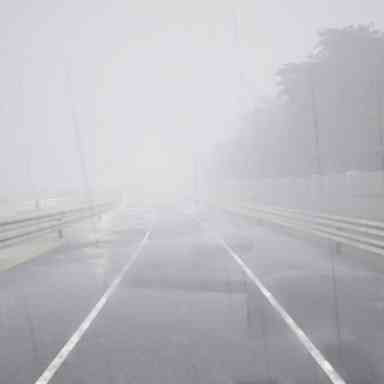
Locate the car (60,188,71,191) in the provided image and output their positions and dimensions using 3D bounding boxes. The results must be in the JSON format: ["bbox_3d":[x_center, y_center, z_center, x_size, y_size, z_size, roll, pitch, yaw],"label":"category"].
[{"bbox_3d":[-24.187,-0.050,65.405,2.097,1.767,4.553,0,3,12],"label":"car"}]

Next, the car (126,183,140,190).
[{"bbox_3d":[-15.331,-1.581,91.216,2.150,2.045,5.566,0,3,12],"label":"car"}]

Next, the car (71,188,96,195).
[{"bbox_3d":[-20.747,0.161,64.750,2.033,1.411,5.357,0,3,12],"label":"car"}]

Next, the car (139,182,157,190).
[{"bbox_3d":[-11.908,-1.288,90.492,1.837,1.490,4.892,0,3,12],"label":"car"}]

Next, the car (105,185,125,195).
[{"bbox_3d":[-16.315,-0.119,68.951,2.128,1.511,4.902,0,3,12],"label":"car"}]

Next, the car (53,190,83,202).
[{"bbox_3d":[-19.713,0.869,52.342,1.895,1.301,4.718,0,3,12],"label":"car"}]

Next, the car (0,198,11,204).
[{"bbox_3d":[-27.972,1.215,46.899,1.895,1.301,4.718,0,3,12],"label":"car"}]
